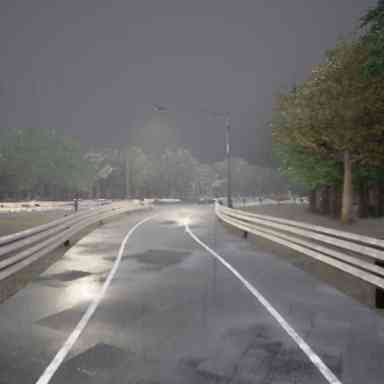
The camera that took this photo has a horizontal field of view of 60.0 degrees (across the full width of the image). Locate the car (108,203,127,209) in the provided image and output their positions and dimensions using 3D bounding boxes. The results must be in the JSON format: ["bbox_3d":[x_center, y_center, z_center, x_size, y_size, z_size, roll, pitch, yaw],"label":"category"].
[{"bbox_3d":[-11.115,1.790,48.859,1.994,1.385,4.181,-1,-1,37],"label":"car"}]

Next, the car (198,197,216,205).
[{"bbox_3d":[3.176,1.721,67.645,2.097,1.767,4.553,-1,-1,37],"label":"car"}]

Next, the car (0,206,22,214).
[{"bbox_3d":[-20.805,1.742,36.127,1.994,1.385,4.181,-1,-1,37],"label":"car"}]
